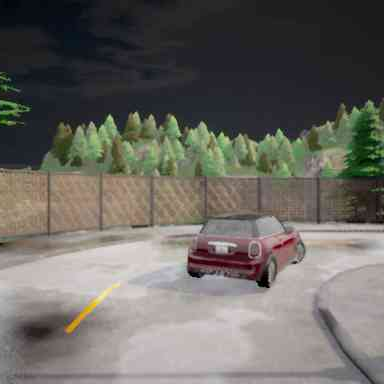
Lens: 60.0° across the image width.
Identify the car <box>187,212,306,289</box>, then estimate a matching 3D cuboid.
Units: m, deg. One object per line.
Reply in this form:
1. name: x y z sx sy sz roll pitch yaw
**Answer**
1. car: 1.732 1.355 9.601 2.097 1.767 4.553 0 0 29
